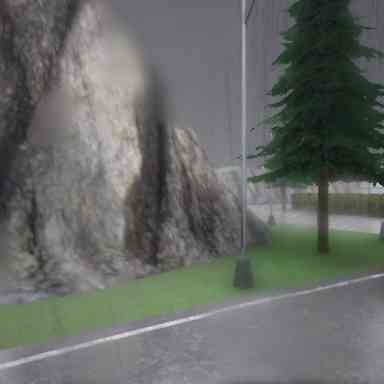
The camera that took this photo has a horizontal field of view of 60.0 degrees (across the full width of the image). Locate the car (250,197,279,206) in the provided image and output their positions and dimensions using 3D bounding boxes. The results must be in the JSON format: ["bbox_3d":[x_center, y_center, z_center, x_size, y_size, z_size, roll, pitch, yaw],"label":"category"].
[{"bbox_3d":[12.098,1.611,54.969,5.357,1.411,2.033,0,0,-35],"label":"car"}]
